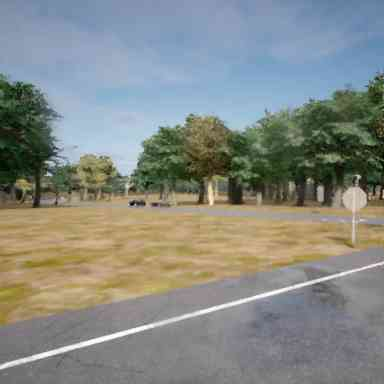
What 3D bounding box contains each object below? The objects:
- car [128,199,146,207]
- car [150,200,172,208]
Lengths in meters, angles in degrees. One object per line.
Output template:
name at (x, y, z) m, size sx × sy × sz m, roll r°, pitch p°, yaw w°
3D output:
car at (-10.581, 2.083, 63.919) m, size 1.882 × 1.535 × 5.008 m, roll 2°, pitch -2°, yaw -34°
car at (-5.385, 2.057, 56.412) m, size 1.895 × 1.301 × 4.718 m, roll 2°, pitch -2°, yaw -34°
